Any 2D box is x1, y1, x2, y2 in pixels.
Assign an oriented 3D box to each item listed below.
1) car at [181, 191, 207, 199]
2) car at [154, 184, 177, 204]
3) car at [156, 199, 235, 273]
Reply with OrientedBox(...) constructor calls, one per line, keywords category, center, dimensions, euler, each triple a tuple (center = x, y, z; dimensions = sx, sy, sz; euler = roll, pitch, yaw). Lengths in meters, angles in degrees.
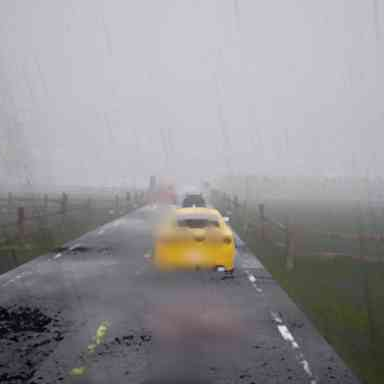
OrientedBox(category="car", center=(0.164, 0.708, 27.378), dimensions=(1.837, 1.490, 4.892), euler=(0, 2, 0))
OrientedBox(category="car", center=(-2.733, 0.192, 35.493), dimensions=(2.150, 2.045, 5.566), euler=(0, 2, 0))
OrientedBox(category="car", center=(0.102, 1.189, 9.737), dimensions=(1.882, 1.535, 5.008), euler=(0, 2, 1))
